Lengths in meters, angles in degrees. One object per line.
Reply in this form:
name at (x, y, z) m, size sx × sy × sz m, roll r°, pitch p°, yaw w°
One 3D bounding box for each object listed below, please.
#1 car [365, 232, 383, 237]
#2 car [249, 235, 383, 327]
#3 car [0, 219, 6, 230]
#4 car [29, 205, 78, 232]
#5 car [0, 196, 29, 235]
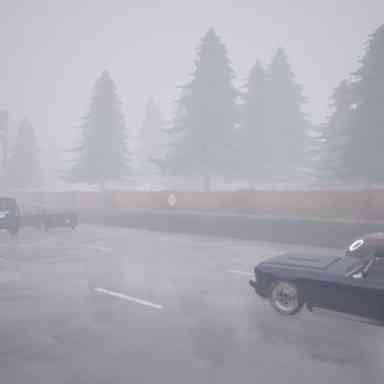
car at (6.261, 1.383, 8.219) m, size 4.553 × 1.767 × 2.097 m, roll 0°, pitch 0°, yaw 35°
car at (3.457, 1.622, 5.886) m, size 4.718 × 1.301 × 1.895 m, roll 0°, pitch 0°, yaw 36°
car at (-8.121, 1.568, 10.578) m, size 5.357 × 1.411 × 2.033 m, roll 0°, pitch 0°, yaw 41°
car at (-9.003, 1.524, 20.649) m, size 5.008 × 1.535 × 1.882 m, roll 0°, pitch 0°, yaw 41°
car at (-11.209, 1.258, 17.915) m, size 5.566 × 2.045 × 2.150 m, roll 0°, pitch 0°, yaw 41°
